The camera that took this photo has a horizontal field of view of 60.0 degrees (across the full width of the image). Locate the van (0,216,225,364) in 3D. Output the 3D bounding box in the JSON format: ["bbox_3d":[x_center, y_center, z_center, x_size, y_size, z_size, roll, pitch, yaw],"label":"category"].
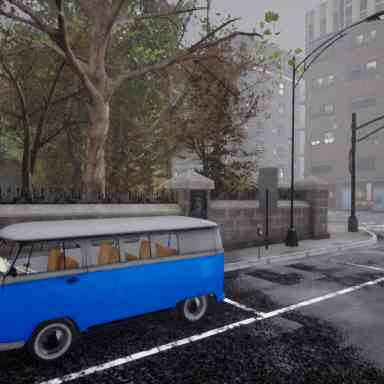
[{"bbox_3d":[-1.302,1.342,5.563,3.998,1.788,1.690,0,1,-35],"label":"van"}]
